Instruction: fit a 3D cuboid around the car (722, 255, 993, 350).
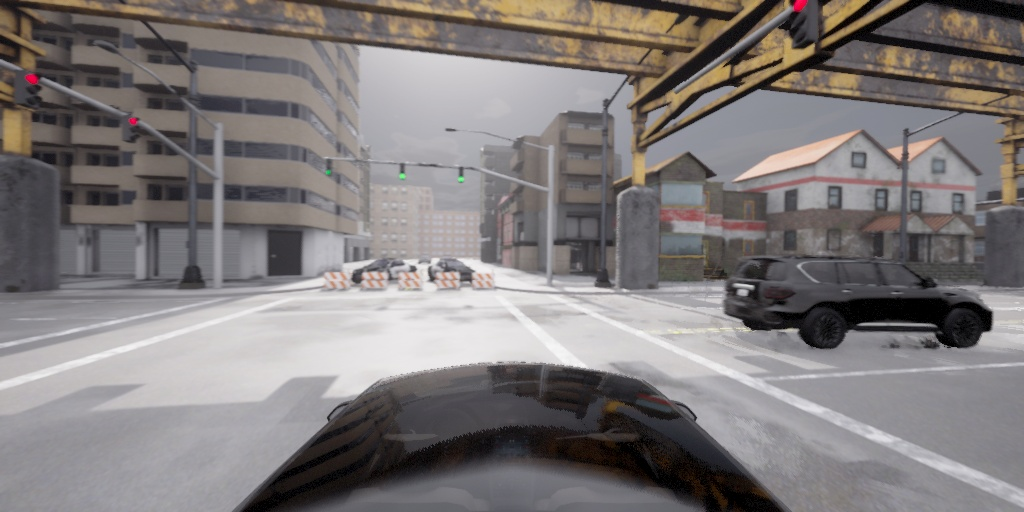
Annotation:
[{"bbox_3d":[8.239,1.015,8.863,5.566,2.045,2.150,1,0,-4],"label":"car"}]
